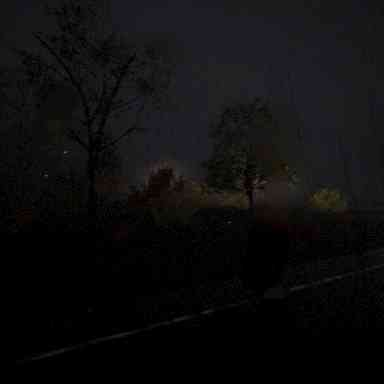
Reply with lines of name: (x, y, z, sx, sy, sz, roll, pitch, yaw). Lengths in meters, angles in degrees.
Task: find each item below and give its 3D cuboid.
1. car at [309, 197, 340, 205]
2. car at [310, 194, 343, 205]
car: (19.054, 1.220, 47.136, 2.097, 1.767, 4.553, 0, 0, -37)
car: (22.112, 1.185, 54.679, 2.097, 1.767, 4.553, 0, 0, -37)
